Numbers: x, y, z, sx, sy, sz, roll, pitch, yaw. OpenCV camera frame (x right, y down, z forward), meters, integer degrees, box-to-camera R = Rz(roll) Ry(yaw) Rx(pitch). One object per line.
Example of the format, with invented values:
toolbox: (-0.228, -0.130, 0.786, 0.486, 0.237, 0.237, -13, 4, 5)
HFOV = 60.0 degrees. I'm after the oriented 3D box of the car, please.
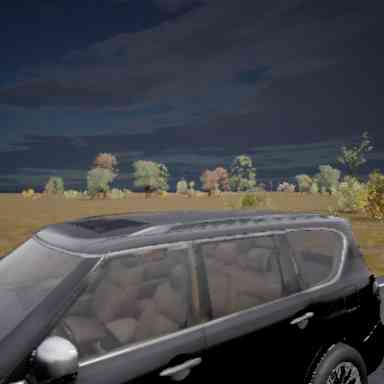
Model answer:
car: (-0.565, 1.225, 2.858, 5.566, 2.045, 2.150, 0, 0, -35)
